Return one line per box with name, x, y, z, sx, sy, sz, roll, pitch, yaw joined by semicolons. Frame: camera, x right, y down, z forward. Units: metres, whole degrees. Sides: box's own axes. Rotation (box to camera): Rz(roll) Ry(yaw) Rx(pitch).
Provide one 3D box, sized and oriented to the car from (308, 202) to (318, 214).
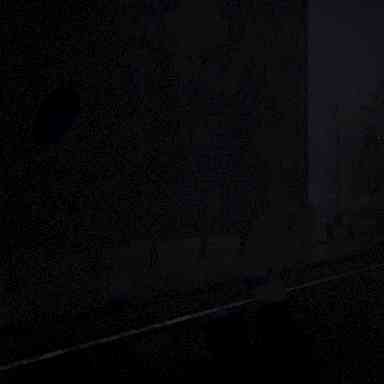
car;10.491;1.543;33.543;1.994;1.385;4.181;0;0;-35
